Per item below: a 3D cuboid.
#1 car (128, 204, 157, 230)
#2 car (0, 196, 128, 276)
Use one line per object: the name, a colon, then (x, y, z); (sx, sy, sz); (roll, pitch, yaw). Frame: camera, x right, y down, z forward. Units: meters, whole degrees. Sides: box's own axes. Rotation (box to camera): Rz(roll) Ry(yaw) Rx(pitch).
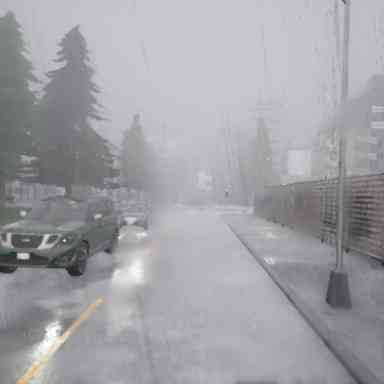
car: (-3.479, 1.537, 21.753); (2.128, 1.511, 4.902); (2, 0, 2)
car: (-3.847, 1.167, 10.548); (2.150, 2.045, 5.566); (2, 0, 2)
